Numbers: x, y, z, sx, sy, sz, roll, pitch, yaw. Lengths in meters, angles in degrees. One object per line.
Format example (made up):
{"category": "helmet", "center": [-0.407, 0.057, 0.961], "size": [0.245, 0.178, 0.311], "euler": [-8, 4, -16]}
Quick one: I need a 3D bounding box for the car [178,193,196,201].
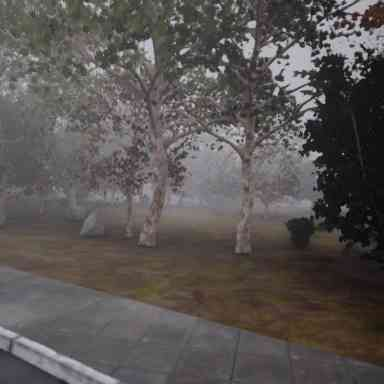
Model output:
{"category": "car", "center": [-1.490, 1.437, 93.498], "size": [2.435, 2.045, 5.566], "euler": [6, 1, 42]}
